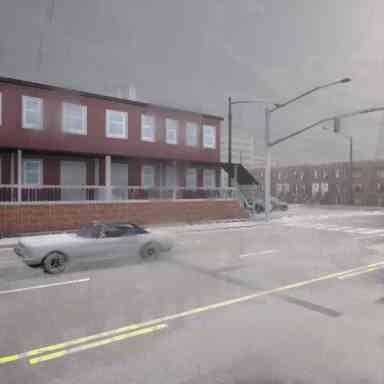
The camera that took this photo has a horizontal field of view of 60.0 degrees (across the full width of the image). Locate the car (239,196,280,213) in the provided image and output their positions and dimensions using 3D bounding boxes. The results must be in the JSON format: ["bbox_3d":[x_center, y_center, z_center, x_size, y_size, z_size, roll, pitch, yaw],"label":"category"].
[{"bbox_3d":[6.827,1.456,36.770,2.128,1.511,4.902,0,0,-36],"label":"car"}]

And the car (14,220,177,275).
[{"bbox_3d":[-2.912,1.578,10.497,4.718,1.301,1.895,0,0,-35],"label":"car"}]

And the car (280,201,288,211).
[{"bbox_3d":[9.185,1.319,39.487,2.097,1.767,4.553,0,0,-36],"label":"car"}]
